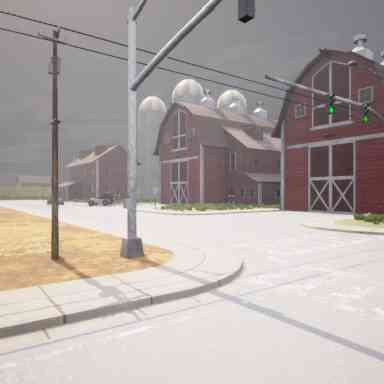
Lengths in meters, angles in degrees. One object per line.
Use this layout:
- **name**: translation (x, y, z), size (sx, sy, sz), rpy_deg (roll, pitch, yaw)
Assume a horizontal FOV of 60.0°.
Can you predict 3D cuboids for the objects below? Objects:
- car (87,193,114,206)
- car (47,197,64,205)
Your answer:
- **car**: translation (-13.797, 1.118, 50.595), size (3.866, 1.878, 1.905), rpy_deg (-2, 5, 11)
- **car**: translation (-23.266, 1.537, 56.583), size (1.994, 1.385, 4.181), rpy_deg (0, 0, -36)
